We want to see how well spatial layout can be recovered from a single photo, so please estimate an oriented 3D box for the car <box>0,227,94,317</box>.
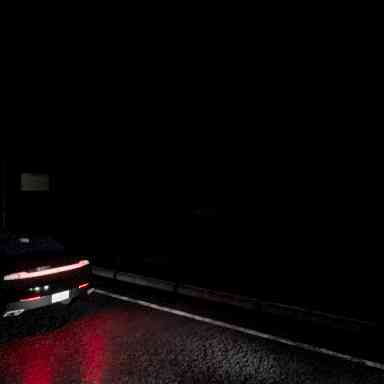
[{"bbox_3d":[-4.082,1.492,6.887,4.902,1.511,2.128,0,0,37],"label":"car"}]
